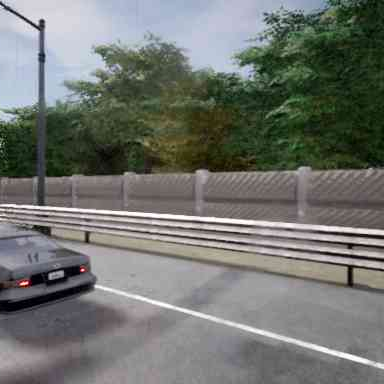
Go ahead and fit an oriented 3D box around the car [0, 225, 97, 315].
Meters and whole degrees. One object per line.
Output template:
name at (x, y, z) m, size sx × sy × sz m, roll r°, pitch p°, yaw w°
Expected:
car at (-4.356, 1.436, 7.140) m, size 5.357 × 1.411 × 2.033 m, roll 1°, pitch 0°, yaw 36°
